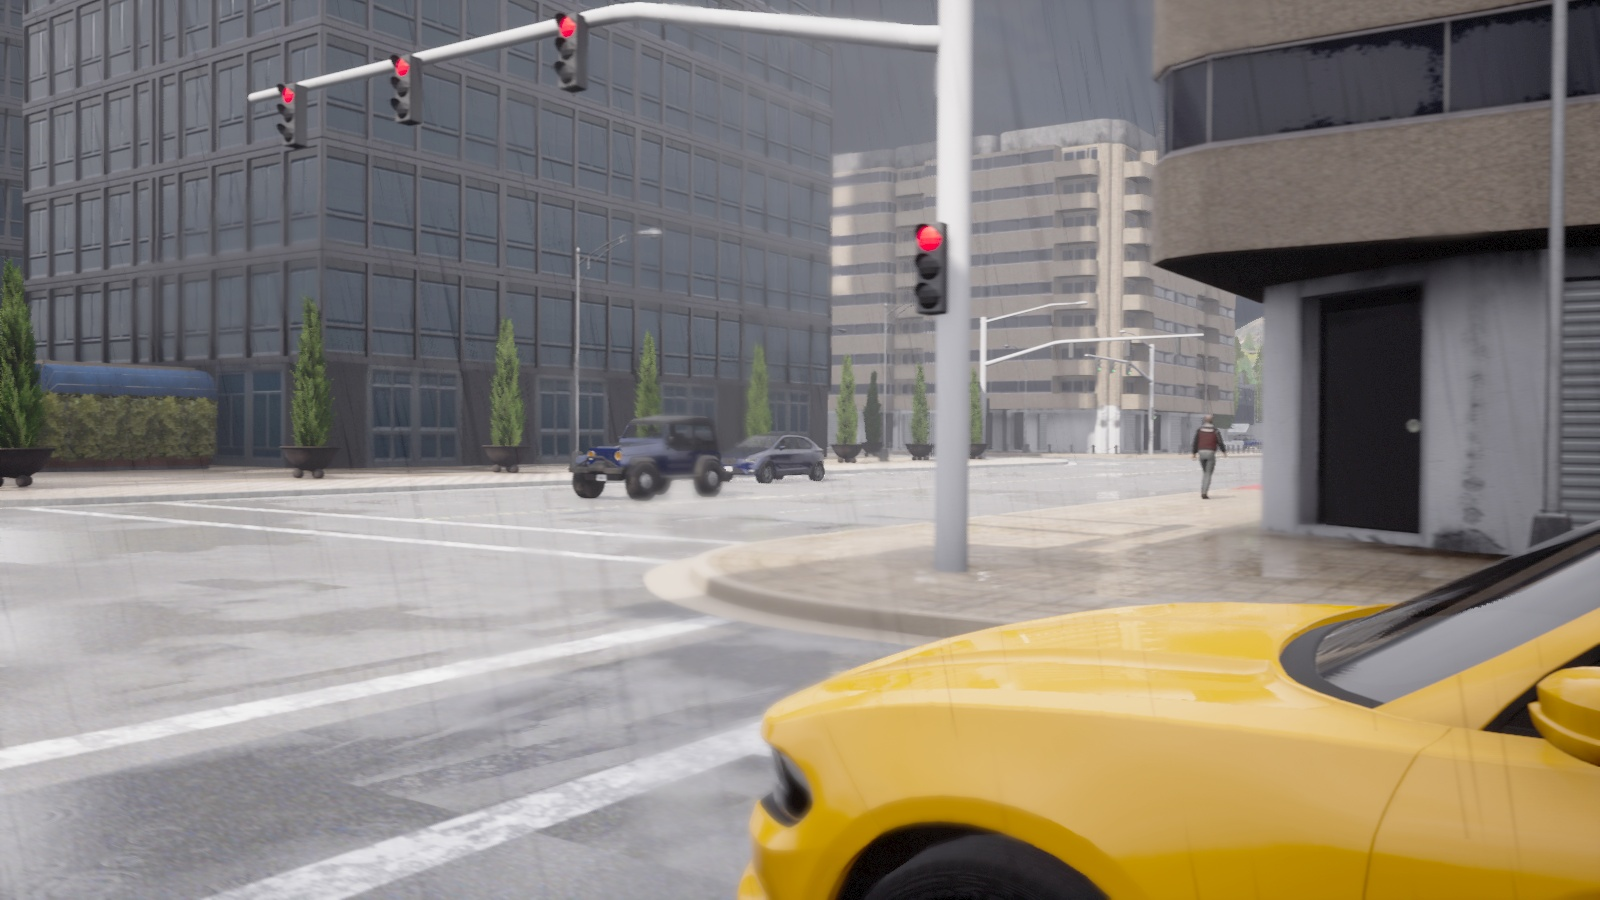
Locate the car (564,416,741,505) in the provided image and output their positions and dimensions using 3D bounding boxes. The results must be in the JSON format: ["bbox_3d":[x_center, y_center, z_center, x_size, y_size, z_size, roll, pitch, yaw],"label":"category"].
[{"bbox_3d":[-3.289,0.200,28.586,1.905,1.878,3.866,0,1,34],"label":"car"}]

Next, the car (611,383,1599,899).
[{"bbox_3d":[2.198,0.658,2.162,5.008,1.535,1.882,0,1,34],"label":"car"}]

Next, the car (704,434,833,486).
[{"bbox_3d":[-0.895,0.269,38.341,1.816,1.474,4.193,0,1,34],"label":"car"}]

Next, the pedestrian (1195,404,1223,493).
[{"bbox_3d":[8.681,-0.040,26.657,0.376,1.854,0.720,0,1,35],"label":"pedestrian"}]
